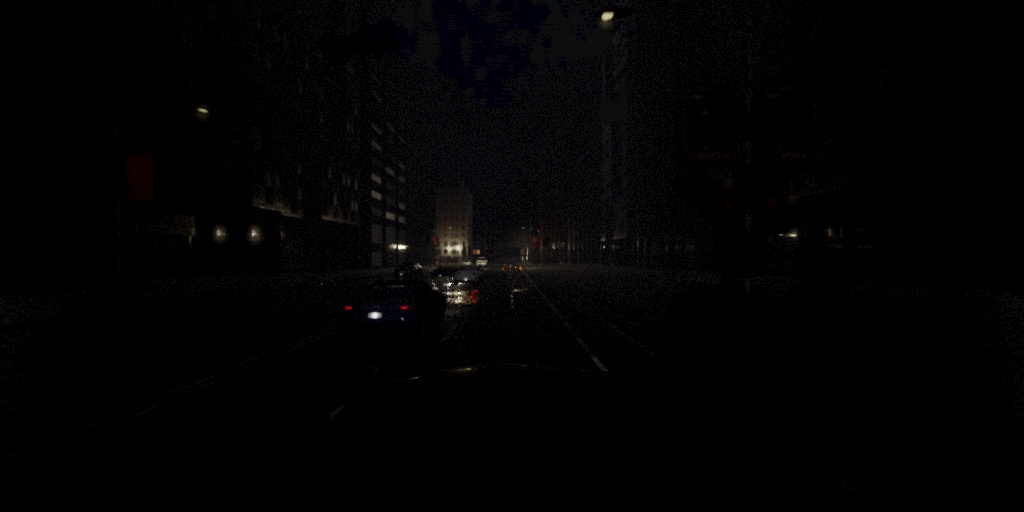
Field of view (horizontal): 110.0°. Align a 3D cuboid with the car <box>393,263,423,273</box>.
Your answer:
[{"bbox_3d":[-9.845,1.386,34.361,2.128,1.511,4.902,0,0,0],"label":"car"}]

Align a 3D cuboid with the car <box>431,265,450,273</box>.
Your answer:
[{"bbox_3d":[-6.595,1.501,35.190,1.895,1.301,4.718,0,0,0],"label":"car"}]

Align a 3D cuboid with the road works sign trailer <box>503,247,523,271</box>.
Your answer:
[{"bbox_3d":[0.004,0.497,54.114,2.380,3.560,2.880,0,0,1],"label":"road works sign trailer"}]

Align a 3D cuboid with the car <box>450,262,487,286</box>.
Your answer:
[{"bbox_3d":[-3.152,1.377,26.742,1.812,1.442,4.674,0,0,0],"label":"car"}]

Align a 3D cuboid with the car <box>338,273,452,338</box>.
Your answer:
[{"bbox_3d":[-3.150,1.342,10.250,1.994,1.385,4.181,0,0,0],"label":"car"}]
